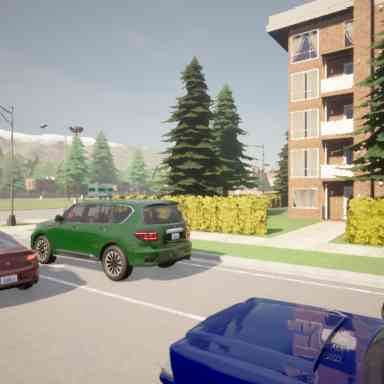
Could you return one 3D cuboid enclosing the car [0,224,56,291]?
[{"bbox_3d":[-5.402,1.527,7.789,4.674,1.442,1.812,0,0,36],"label":"car"}]

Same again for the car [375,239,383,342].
[{"bbox_3d":[5.074,1.564,4.677,4.181,1.385,1.994,0,0,35],"label":"car"}]

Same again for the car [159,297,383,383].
[{"bbox_3d":[2.038,1.601,2.543,4.718,1.301,1.895,0,0,35],"label":"car"}]

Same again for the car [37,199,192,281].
[{"bbox_3d":[-2.598,1.222,10.082,5.566,2.045,2.150,0,0,36],"label":"car"}]
